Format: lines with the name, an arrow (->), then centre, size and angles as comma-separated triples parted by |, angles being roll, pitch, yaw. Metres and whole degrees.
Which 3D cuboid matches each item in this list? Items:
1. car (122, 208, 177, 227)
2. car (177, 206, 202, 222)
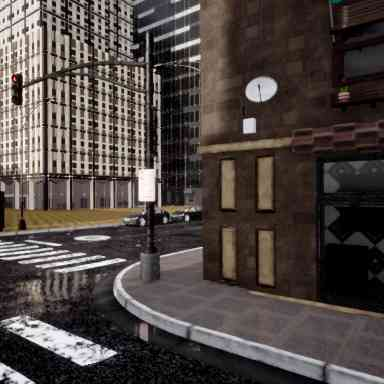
car -> -3.500, 1.894, 25.909 | 2.008, 1.369, 4.403 | -2, -2, 35
car -> -0.296, 1.975, 30.465 | 2.008, 1.369, 4.403 | -2, -2, 35
